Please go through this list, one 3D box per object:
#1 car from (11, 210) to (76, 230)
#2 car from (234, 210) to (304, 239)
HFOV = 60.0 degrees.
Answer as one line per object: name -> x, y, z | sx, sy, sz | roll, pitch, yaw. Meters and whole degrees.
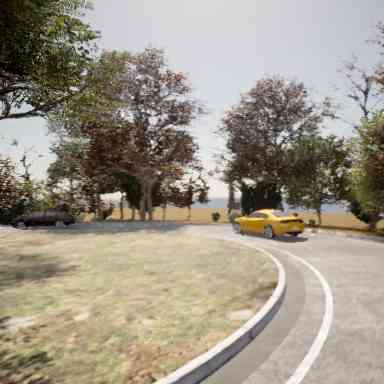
car -> -12.460, 2.273, 28.024 | 5.008, 1.535, 1.882 | -1, -2, -7
car -> 4.420, 1.835, 19.962 | 1.882, 1.535, 5.008 | 1, -2, -26
